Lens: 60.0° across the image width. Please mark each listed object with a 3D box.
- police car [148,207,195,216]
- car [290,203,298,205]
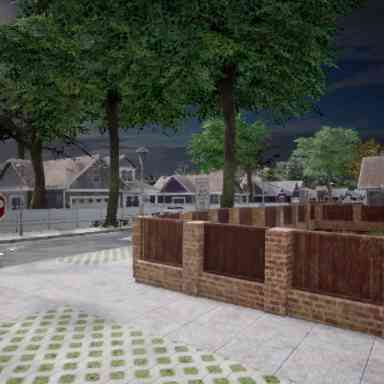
[{"bbox_3d":[-0.907,1.694,19.486,1.930,1.638,5.238,-1,-2,35],"label":"police car"},{"bbox_3d":[14.538,2.363,46.524,2.128,1.511,4.902,-1,-2,35],"label":"car"}]
